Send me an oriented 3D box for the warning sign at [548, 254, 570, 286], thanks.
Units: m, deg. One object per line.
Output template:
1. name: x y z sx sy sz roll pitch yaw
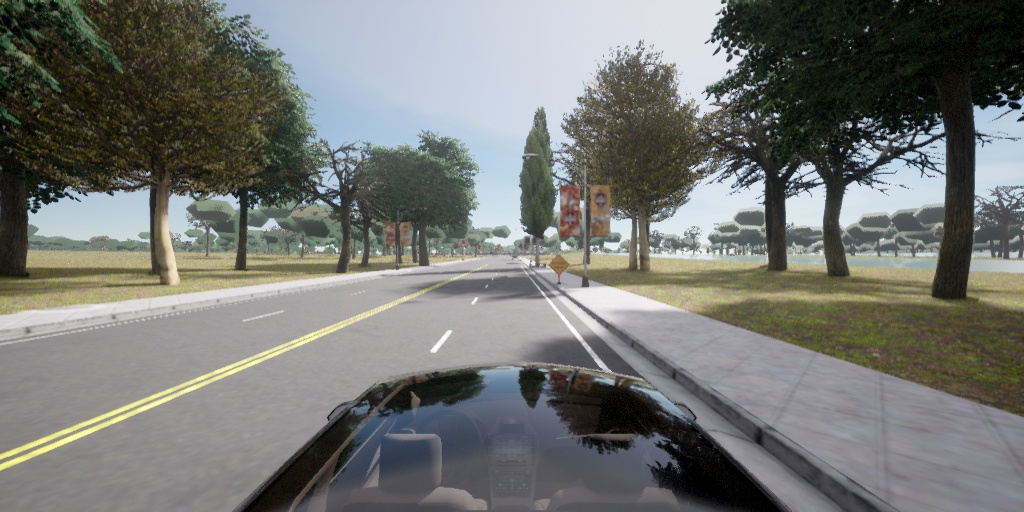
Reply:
1. warning sign: 2.850 0.825 21.623 1.300 1.860 1.060 0 0 0
